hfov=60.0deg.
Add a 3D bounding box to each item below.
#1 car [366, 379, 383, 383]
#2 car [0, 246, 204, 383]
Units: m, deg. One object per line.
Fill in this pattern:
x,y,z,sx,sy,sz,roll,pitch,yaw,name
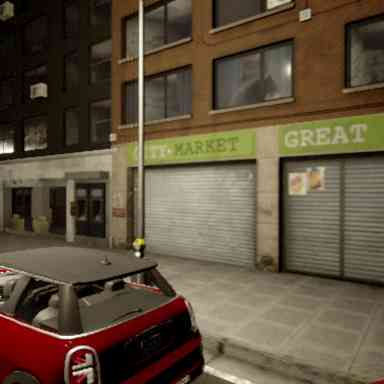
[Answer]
2.669,1.551,0.904,4.507,1.381,1.887,0,0,36,car
-1.948,1.426,4.209,4.097,1.590,1.967,0,0,36,car
